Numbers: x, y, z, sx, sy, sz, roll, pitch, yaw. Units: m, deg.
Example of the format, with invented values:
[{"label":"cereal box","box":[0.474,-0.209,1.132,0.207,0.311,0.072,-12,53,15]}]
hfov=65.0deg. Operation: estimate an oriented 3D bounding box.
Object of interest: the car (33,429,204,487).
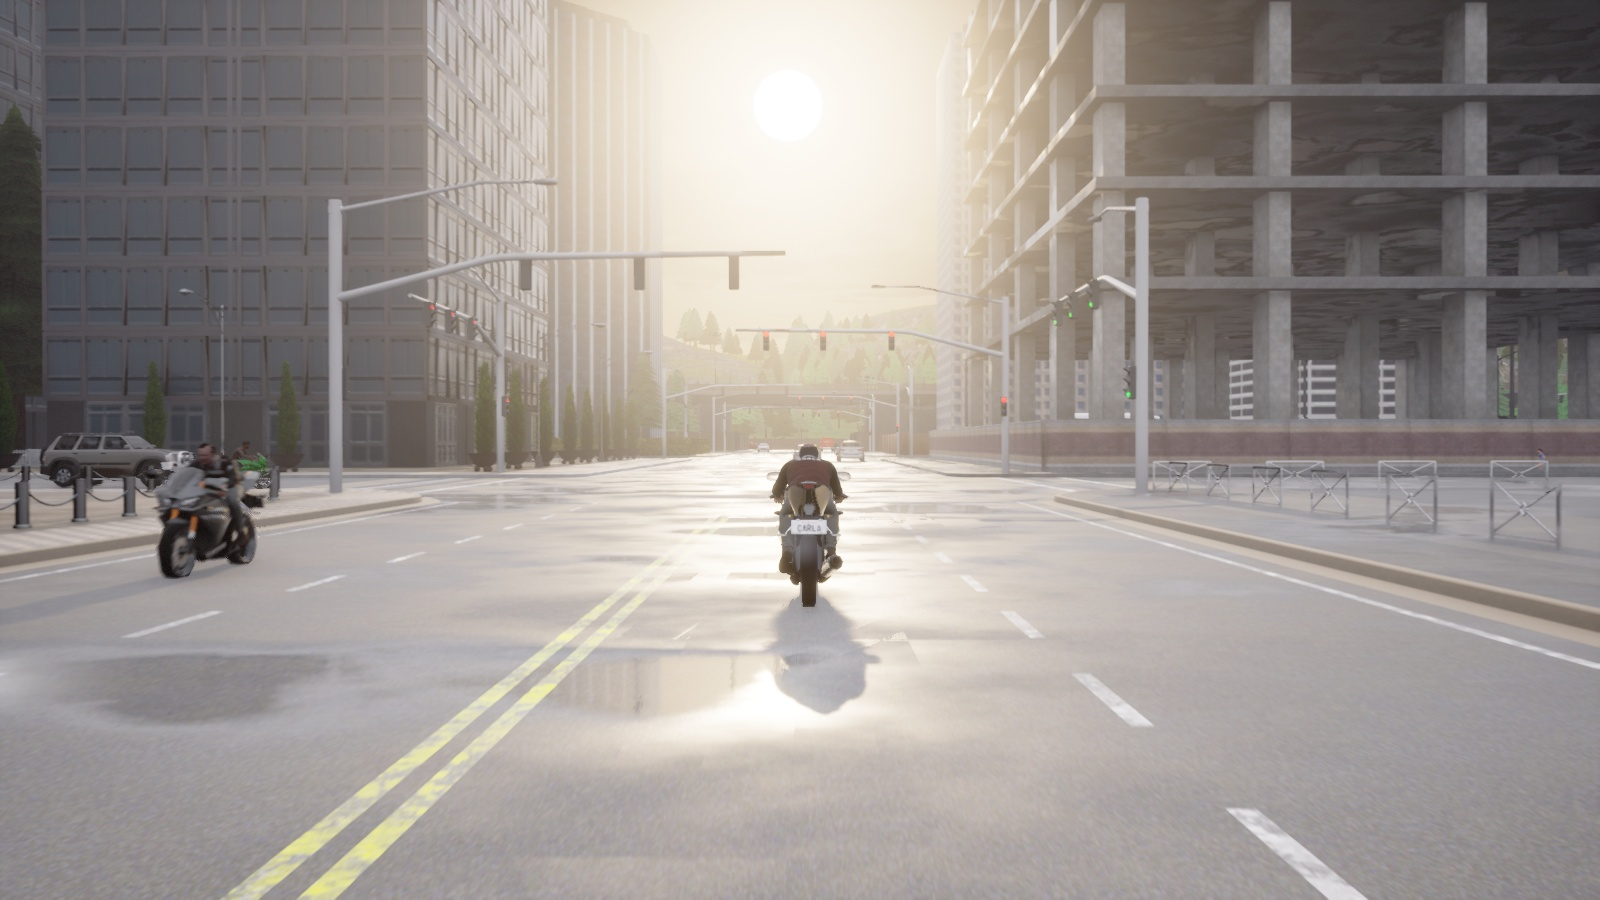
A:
[{"label":"car","box":[-22.515,0.256,41.618,4.605,1.855,1.932,0,0,0]}]

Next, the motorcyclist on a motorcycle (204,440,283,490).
[{"label":"motorcyclist on a motorcycle","box":[-16.887,0.445,38.123,2.044,1.523,0.797,0,0,0]}]

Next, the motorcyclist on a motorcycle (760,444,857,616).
[{"label":"motorcyclist on a motorcycle","box":[0.085,0.712,12.344,0.866,1.530,2.191,0,0,0]}]

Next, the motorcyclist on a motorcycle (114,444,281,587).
[{"label":"motorcyclist on a motorcycle","box":[-6.902,0.694,14.533,0.866,1.530,2.191,0,0,0]}]
